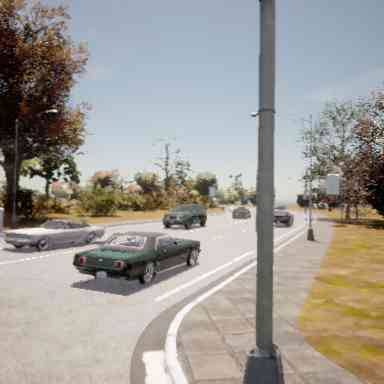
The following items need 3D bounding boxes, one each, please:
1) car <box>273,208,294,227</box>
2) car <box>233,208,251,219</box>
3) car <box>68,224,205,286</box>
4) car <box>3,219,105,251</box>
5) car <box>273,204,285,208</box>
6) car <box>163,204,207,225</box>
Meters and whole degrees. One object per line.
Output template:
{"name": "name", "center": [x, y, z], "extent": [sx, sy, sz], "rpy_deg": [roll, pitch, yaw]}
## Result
{"name": "car", "center": [9.223, 2.689, 34.095], "extent": [1.837, 1.490, 4.892], "rpy_deg": [0, -2, 23]}
{"name": "car", "center": [7.192, 3.008, 47.621], "extent": [1.837, 1.490, 4.892], "rpy_deg": [0, -2, 21]}
{"name": "car", "center": [-1.398, 1.918, 10.588], "extent": [1.895, 1.301, 4.718], "rpy_deg": [0, -2, 25]}
{"name": "car", "center": [-6.567, 2.008, 16.343], "extent": [1.895, 1.301, 4.718], "rpy_deg": [0, -2, 27]}
{"name": "car", "center": [24.354, 4.393, 91.885], "extent": [1.994, 1.385, 4.181], "rpy_deg": [1, -1, 3]}
{"name": "car", "center": [-0.495, 2.116, 29.625], "extent": [2.150, 2.045, 5.566], "rpy_deg": [0, -1, 24]}
